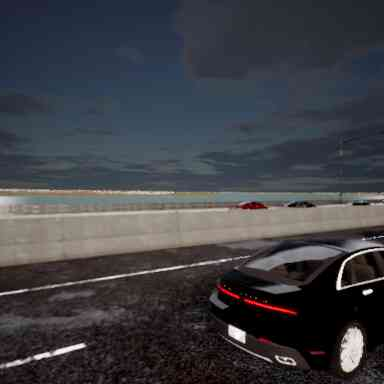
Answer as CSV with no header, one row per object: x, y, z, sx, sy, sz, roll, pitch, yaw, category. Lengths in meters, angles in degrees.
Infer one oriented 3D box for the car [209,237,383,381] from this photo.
2.534,1.526,5.541,4.892,1.490,1.837,0,0,-35,car

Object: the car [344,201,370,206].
15.999,1.654,32.353,4.674,1.442,1.812,0,0,-35,car

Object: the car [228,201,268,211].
5.757,1.626,33.749,4.674,1.442,1.812,0,0,-35,car

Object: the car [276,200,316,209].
10.198,1.616,32.580,4.892,1.490,1.837,0,0,-35,car
